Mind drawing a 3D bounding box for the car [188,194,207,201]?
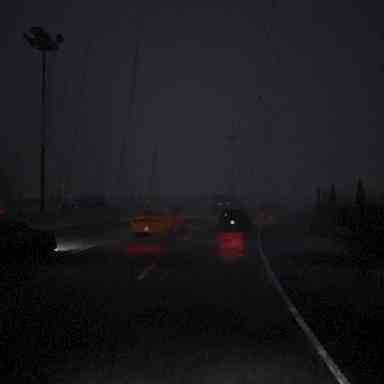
[{"bbox_3d":[1.491,1.431,59.891,2.150,2.045,5.566,-1,-1,35],"label":"car"}]

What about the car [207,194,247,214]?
[{"bbox_3d":[3.795,1.305,35.215,2.150,2.045,5.566,0,0,23],"label":"car"}]

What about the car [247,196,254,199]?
[{"bbox_3d":[10.433,1.527,65.570,2.097,1.767,4.553,-1,-1,40],"label":"car"}]

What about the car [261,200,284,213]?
[{"bbox_3d":[9.287,1.604,38.625,1.812,1.442,4.674,0,0,26],"label":"car"}]

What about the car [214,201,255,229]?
[{"bbox_3d":[2.988,1.552,21.967,1.837,1.490,4.892,0,0,14],"label":"car"}]

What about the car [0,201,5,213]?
[{"bbox_3d":[-15.179,1.281,22.095,2.150,2.045,5.566,0,0,13],"label":"car"}]

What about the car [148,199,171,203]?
[{"bbox_3d":[-2.317,1.600,28.728,1.812,1.442,4.674,0,0,18],"label":"car"}]

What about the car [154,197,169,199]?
[{"bbox_3d":[-5.415,1.560,55.686,2.097,1.767,4.553,0,0,31],"label":"car"}]

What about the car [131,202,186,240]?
[{"bbox_3d":[-1.614,1.517,17.522,1.882,1.535,5.008,0,0,11],"label":"car"}]

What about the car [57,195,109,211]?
[{"bbox_3d":[-9.546,1.310,29.784,2.150,2.045,5.566,0,0,17],"label":"car"}]

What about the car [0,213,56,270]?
[{"bbox_3d":[-6.192,1.583,10.743,1.994,1.385,4.181,0,0,6],"label":"car"}]
